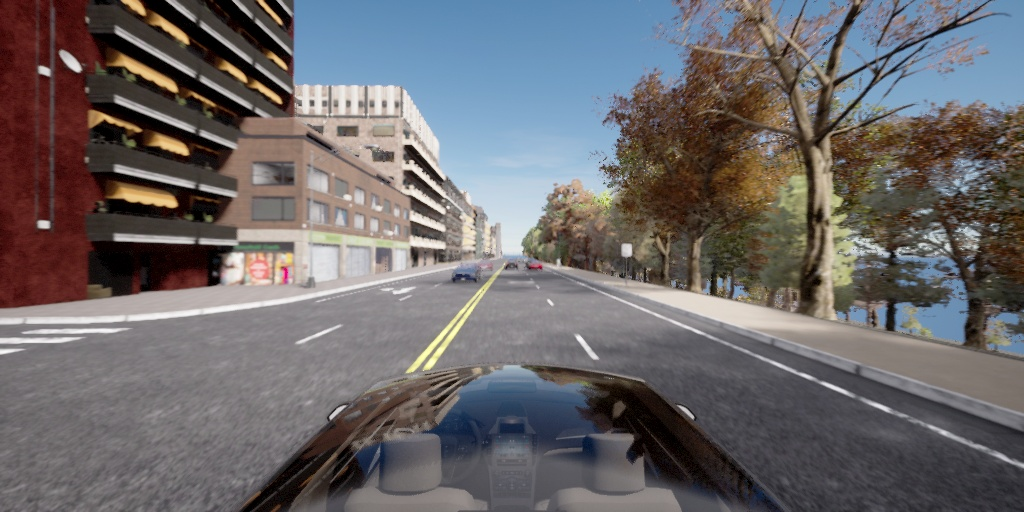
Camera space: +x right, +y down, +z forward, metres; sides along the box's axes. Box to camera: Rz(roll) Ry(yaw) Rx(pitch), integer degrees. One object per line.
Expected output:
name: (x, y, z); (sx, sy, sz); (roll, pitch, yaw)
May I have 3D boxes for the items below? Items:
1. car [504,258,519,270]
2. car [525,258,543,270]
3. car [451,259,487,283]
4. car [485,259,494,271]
car: (-0.007, 1.177, 50.192); (1.812, 1.442, 4.674); (0, 0, 0)
car: (3.242, 1.234, 50.193); (1.994, 1.385, 4.181); (0, 0, 0)
car: (-3.345, 1.211, 27.261); (2.033, 1.411, 5.357); (0, 0, 0)
car: (-3.309, 1.164, 45.686); (1.812, 1.442, 4.674); (0, 0, 0)
